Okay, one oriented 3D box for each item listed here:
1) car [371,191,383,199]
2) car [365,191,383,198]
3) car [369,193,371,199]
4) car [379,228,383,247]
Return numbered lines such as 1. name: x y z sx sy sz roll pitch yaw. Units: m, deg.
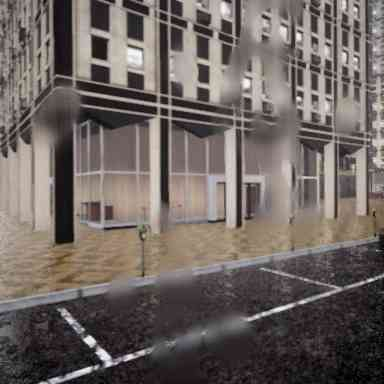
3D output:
1. car: 33.246 0.721 56.112 1.802 1.307 4.206 1 1 -36
2. car: 36.770 0.548 65.575 1.802 1.307 4.206 1 1 -36
3. car: 30.002 0.347 60.639 2.192 1.841 5.009 1 1 -36
4. car: 9.109 1.466 13.063 4.313 1.339 1.947 0 0 -36
